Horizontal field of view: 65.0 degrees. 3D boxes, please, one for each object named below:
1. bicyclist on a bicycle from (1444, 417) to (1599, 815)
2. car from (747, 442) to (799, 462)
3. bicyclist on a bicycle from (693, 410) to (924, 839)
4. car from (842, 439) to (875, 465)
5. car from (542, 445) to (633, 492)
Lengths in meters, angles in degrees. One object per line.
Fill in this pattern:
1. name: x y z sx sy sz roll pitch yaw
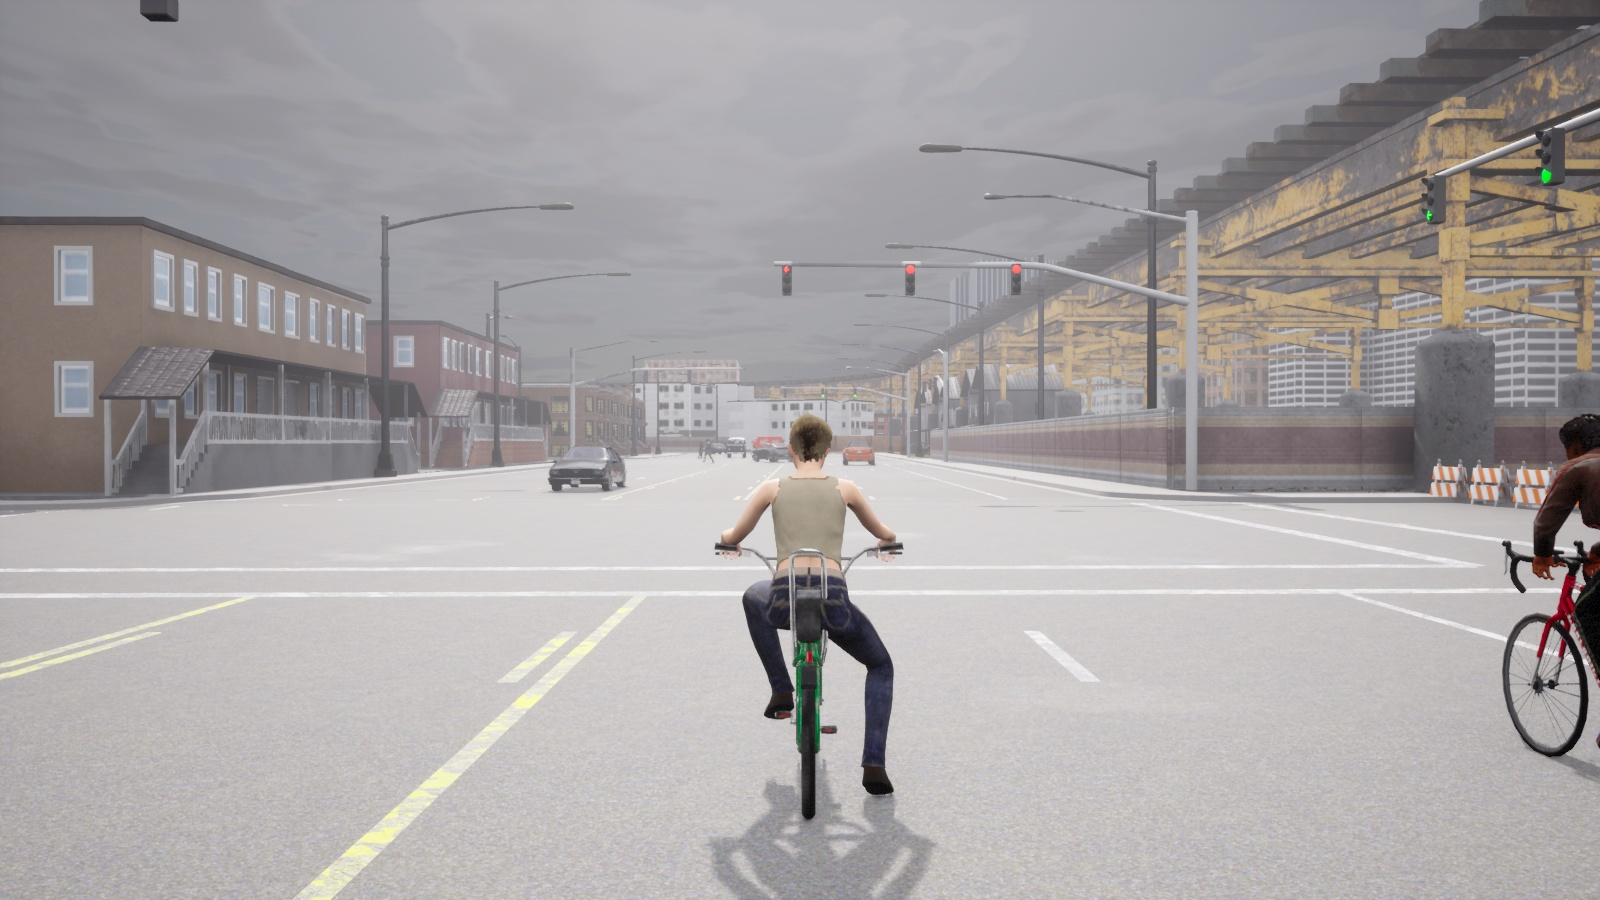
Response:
1. bicyclist on a bicycle: 3.545 0.671 5.514 0.582 1.620 1.656 0 1 0
2. car: -2.113 0.157 96.332 2.128 1.511 4.902 0 0 -25
3. bicyclist on a bicycle: 0.038 0.652 5.474 0.866 1.612 1.509 0 0 0
4. car: 3.964 0.124 85.844 2.097 1.767 4.553 0 0 0
5. car: -6.773 0.559 40.593 2.033 1.411 5.357 0 0 0
